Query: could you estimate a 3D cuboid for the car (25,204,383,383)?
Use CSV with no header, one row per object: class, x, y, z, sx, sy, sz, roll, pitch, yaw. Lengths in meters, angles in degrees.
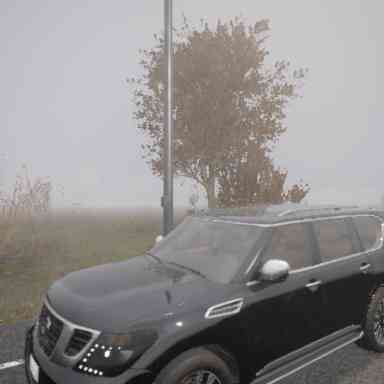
car,0.833,1.222,4.594,5.566,2.045,2.150,0,0,-36
